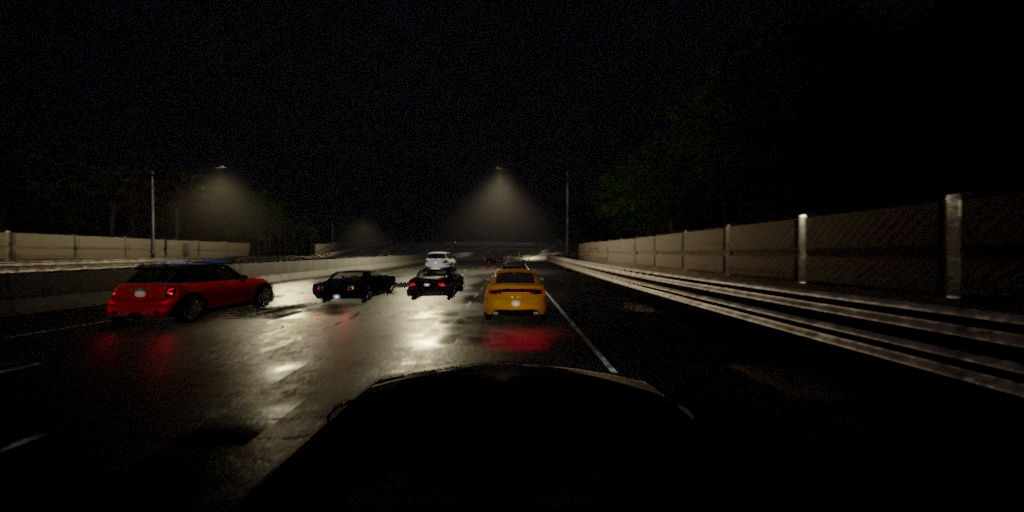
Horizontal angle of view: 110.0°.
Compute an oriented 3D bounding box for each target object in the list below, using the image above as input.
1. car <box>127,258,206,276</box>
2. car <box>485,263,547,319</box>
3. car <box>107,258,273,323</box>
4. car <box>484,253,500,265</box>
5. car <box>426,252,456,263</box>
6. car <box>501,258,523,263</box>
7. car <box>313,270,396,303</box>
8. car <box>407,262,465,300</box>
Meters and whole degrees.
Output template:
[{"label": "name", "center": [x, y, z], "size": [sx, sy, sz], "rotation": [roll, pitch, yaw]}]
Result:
[{"label": "car", "center": [-31.492, 0.973, 32.976], "size": [2.033, 1.411, 5.357], "rotation": [0, 1, 0]}, {"label": "car", "center": [0.114, 1.182, 12.670], "size": [1.882, 1.535, 5.008], "rotation": [0, 0, 0]}, {"label": "car", "center": [-10.387, 1.060, 12.139], "size": [2.097, 1.767, 4.553], "rotation": [0, 0, 0]}, {"label": "car", "center": [-3.221, 0.606, 54.205], "size": [1.812, 1.442, 4.674], "rotation": [0, 1, 1]}, {"label": "car", "center": [-6.789, 0.621, 34.606], "size": [2.150, 2.045, 5.566], "rotation": [0, 1, 0]}, {"label": "car", "center": [0.188, 1.060, 31.006], "size": [1.895, 1.301, 4.718], "rotation": [0, 1, 0]}, {"label": "car", "center": [-6.878, 1.272, 16.287], "size": [1.895, 1.301, 4.718], "rotation": [0, 1, 0]}, {"label": "car", "center": [-3.476, 1.211, 17.204], "size": [2.033, 1.411, 5.357], "rotation": [0, 1, 0]}]
